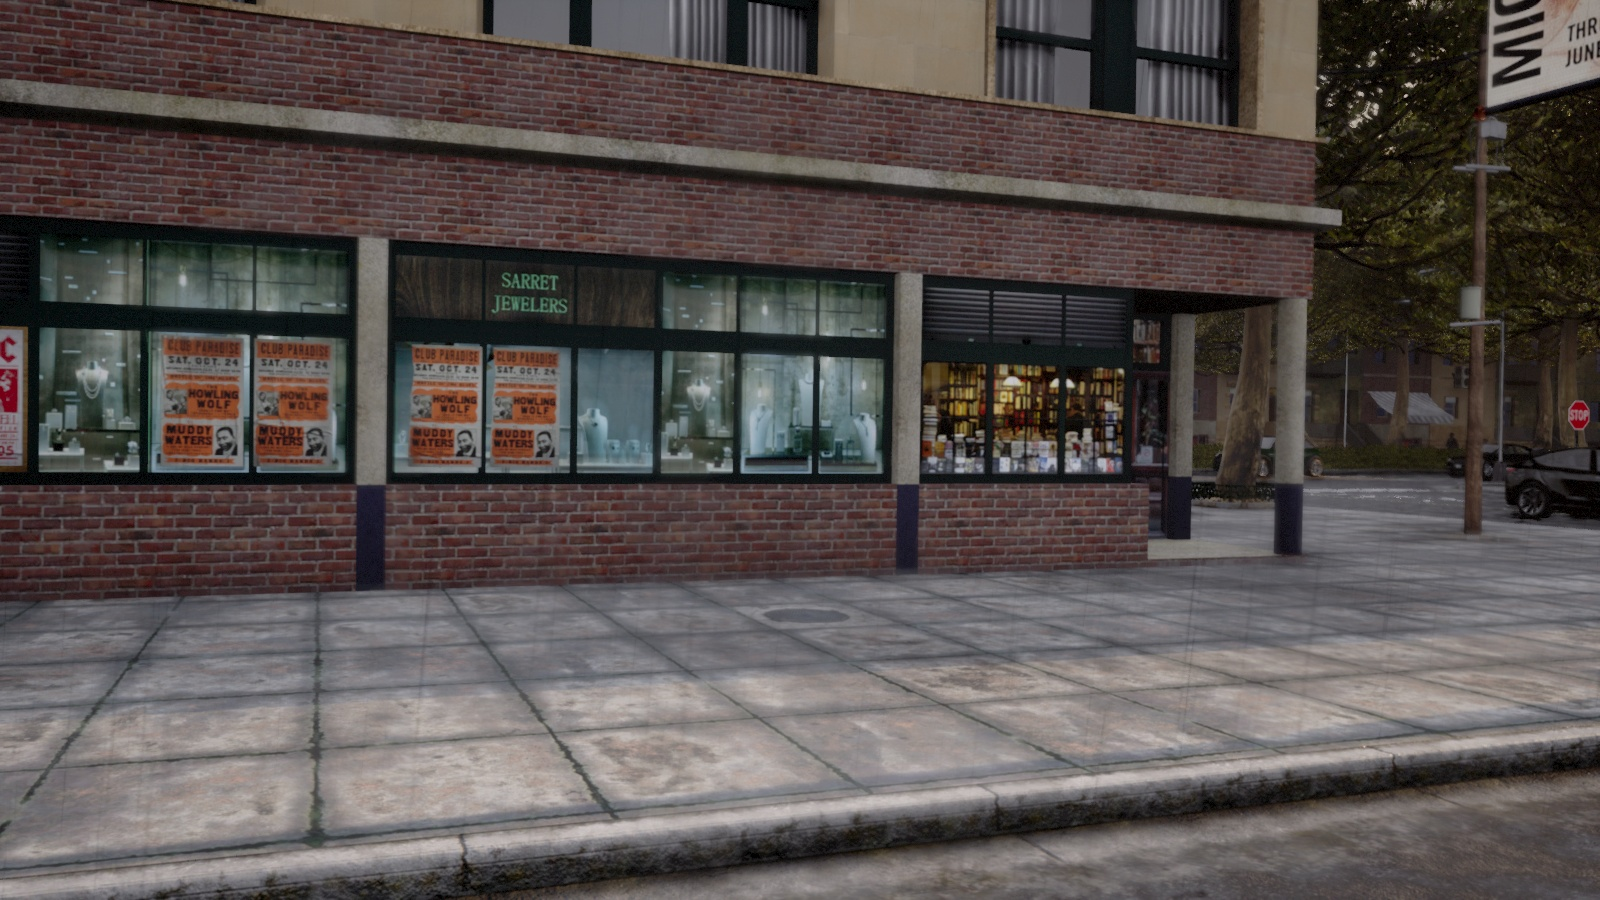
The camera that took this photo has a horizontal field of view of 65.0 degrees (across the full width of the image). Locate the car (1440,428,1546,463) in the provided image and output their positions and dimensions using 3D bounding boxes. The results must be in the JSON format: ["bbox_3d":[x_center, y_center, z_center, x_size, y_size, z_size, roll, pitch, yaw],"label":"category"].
[{"bbox_3d":[30.676,-0.222,55.580,4.193,1.474,1.816,-1,1,-21],"label":"car"}]

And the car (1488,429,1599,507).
[{"bbox_3d":[16.239,0.326,24.383,2.163,1.488,4.792,-1,1,-22],"label":"car"}]

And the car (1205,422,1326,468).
[{"bbox_3d":[18.765,-0.220,50.590,4.553,1.767,2.097,-1,1,-28],"label":"car"}]
